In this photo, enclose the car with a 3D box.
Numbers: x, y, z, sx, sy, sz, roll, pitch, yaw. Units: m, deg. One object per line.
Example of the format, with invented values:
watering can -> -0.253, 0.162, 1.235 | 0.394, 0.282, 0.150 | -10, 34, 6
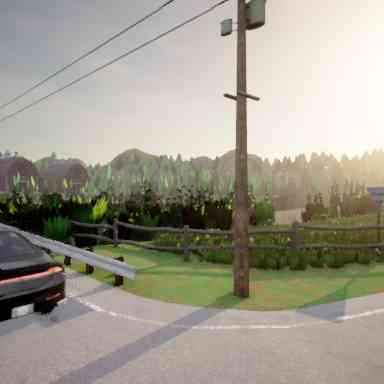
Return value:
car -> -4.260, 1.410, 6.219 | 4.902, 1.511, 2.128 | 1, 1, 39
